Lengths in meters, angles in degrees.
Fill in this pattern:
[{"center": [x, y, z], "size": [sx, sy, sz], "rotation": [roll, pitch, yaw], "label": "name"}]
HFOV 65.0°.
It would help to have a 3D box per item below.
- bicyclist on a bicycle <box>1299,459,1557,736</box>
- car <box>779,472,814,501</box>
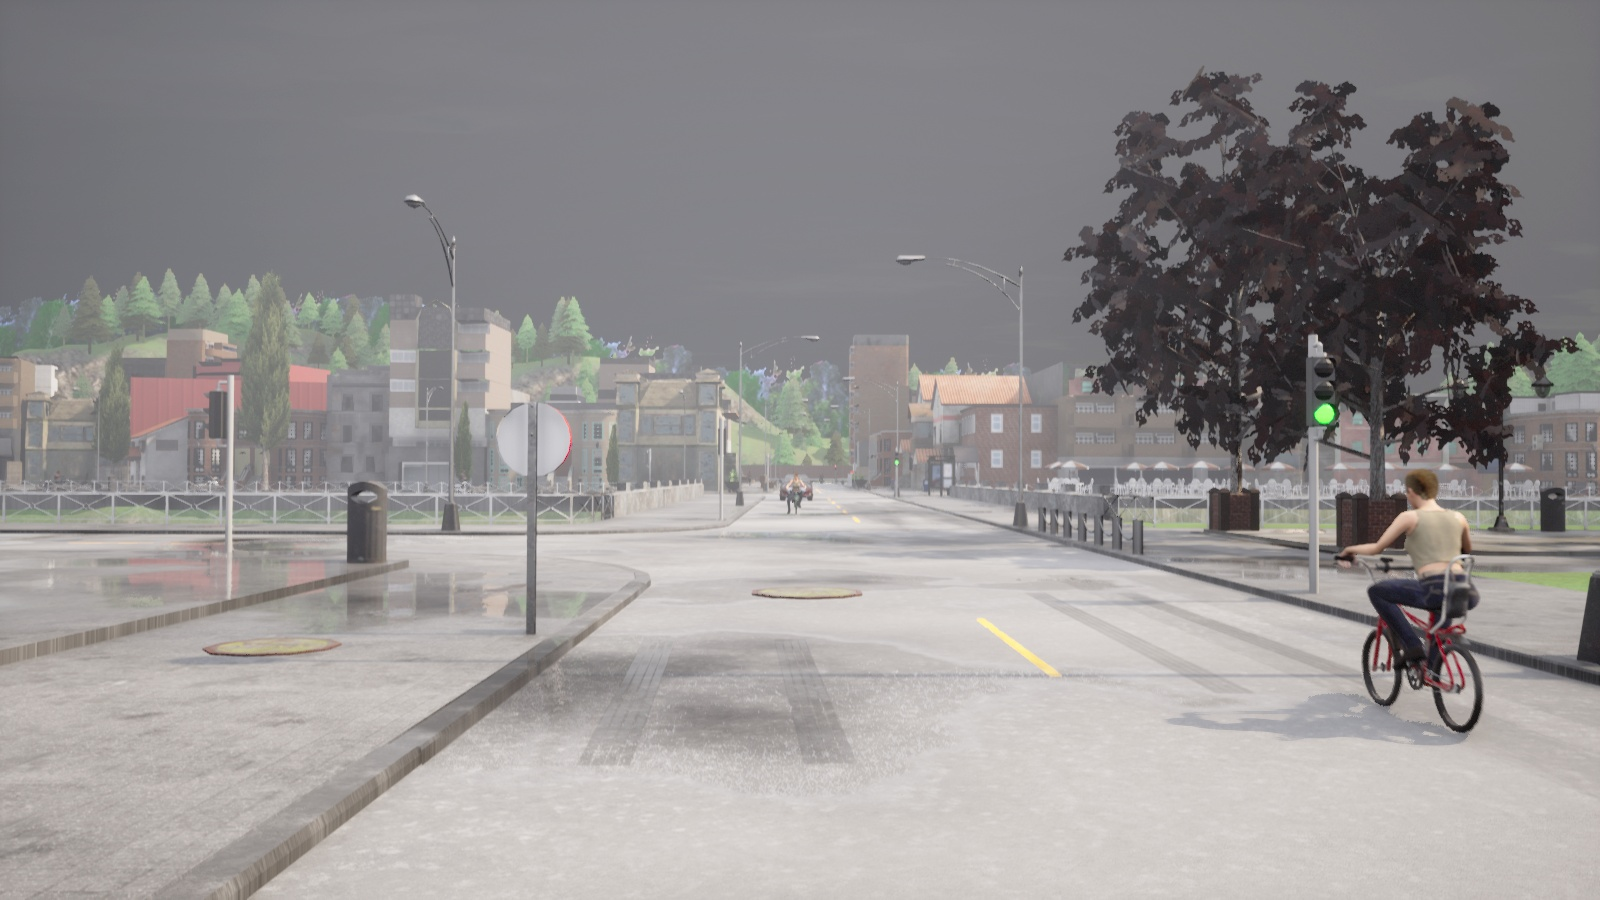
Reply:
[{"center": [3.981, 0.892, 8.125], "size": [0.866, 1.612, 1.509], "rotation": [0, -2, -1], "label": "bicyclist on a bicycle"}, {"center": [-0.194, 2.135, 73.903], "size": [2.033, 1.649, 4.856], "rotation": [0, -1, 0], "label": "car"}]
